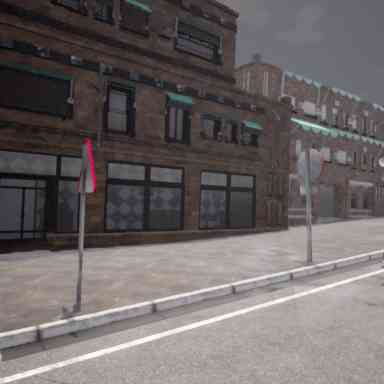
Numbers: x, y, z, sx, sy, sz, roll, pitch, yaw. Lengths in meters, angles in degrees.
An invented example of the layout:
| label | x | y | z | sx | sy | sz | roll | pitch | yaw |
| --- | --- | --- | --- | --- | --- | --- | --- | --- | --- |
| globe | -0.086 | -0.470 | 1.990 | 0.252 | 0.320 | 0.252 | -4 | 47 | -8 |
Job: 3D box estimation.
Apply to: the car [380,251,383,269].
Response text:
| label | x | y | z | sx | sy | sz | roll | pitch | yaw |
| --- | --- | --- | --- | --- | --- | --- | --- | --- | --- |
| car | 6.832 | 1.566 | 8.541 | 4.718 | 1.301 | 1.895 | -1 | 0 | -35 |
